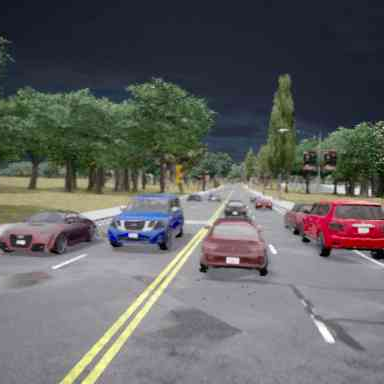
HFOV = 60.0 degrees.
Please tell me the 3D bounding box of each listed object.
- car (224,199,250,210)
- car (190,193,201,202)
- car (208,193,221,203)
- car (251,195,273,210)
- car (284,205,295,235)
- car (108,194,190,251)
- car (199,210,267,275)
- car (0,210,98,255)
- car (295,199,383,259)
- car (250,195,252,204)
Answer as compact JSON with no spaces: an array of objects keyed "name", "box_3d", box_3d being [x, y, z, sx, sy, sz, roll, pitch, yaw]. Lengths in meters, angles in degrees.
[{"name":"car","box_3d":[3.621,1.410,27.679,1.812,1.442,4.674,1,1,8]},{"name":"car","box_3d":[0.352,0.888,53.613,1.994,1.385,4.181,1,1,8]},{"name":"car","box_3d":[3.706,0.879,54.176,2.128,1.511,4.902,1,1,8]},{"name":"car","box_3d":[8.350,1.376,39.228,1.895,1.301,4.718,1,1,8]},{"name":"car","box_3d":[6.646,1.416,19.246,2.097,1.767,4.553,1,1,8]},{"name":"car","box_3d":[-1.665,1.132,14.183,2.150,2.045,5.566,1,1,8]},{"name":"car","box_3d":[1.318,1.528,10.510,1.812,1.442,4.674,1,0,8]},{"name":"car","box_3d":[-5.172,1.402,12.522,1.994,1.385,4.181,1,0,8]},{"name":"car","box_3d":[5.865,1.320,13.360,2.150,2.045,5.566,1,0,8]},{"name":"car","box_3d":[10.173,1.153,53.026,1.895,1.301,4.718,1,1,8]}]
